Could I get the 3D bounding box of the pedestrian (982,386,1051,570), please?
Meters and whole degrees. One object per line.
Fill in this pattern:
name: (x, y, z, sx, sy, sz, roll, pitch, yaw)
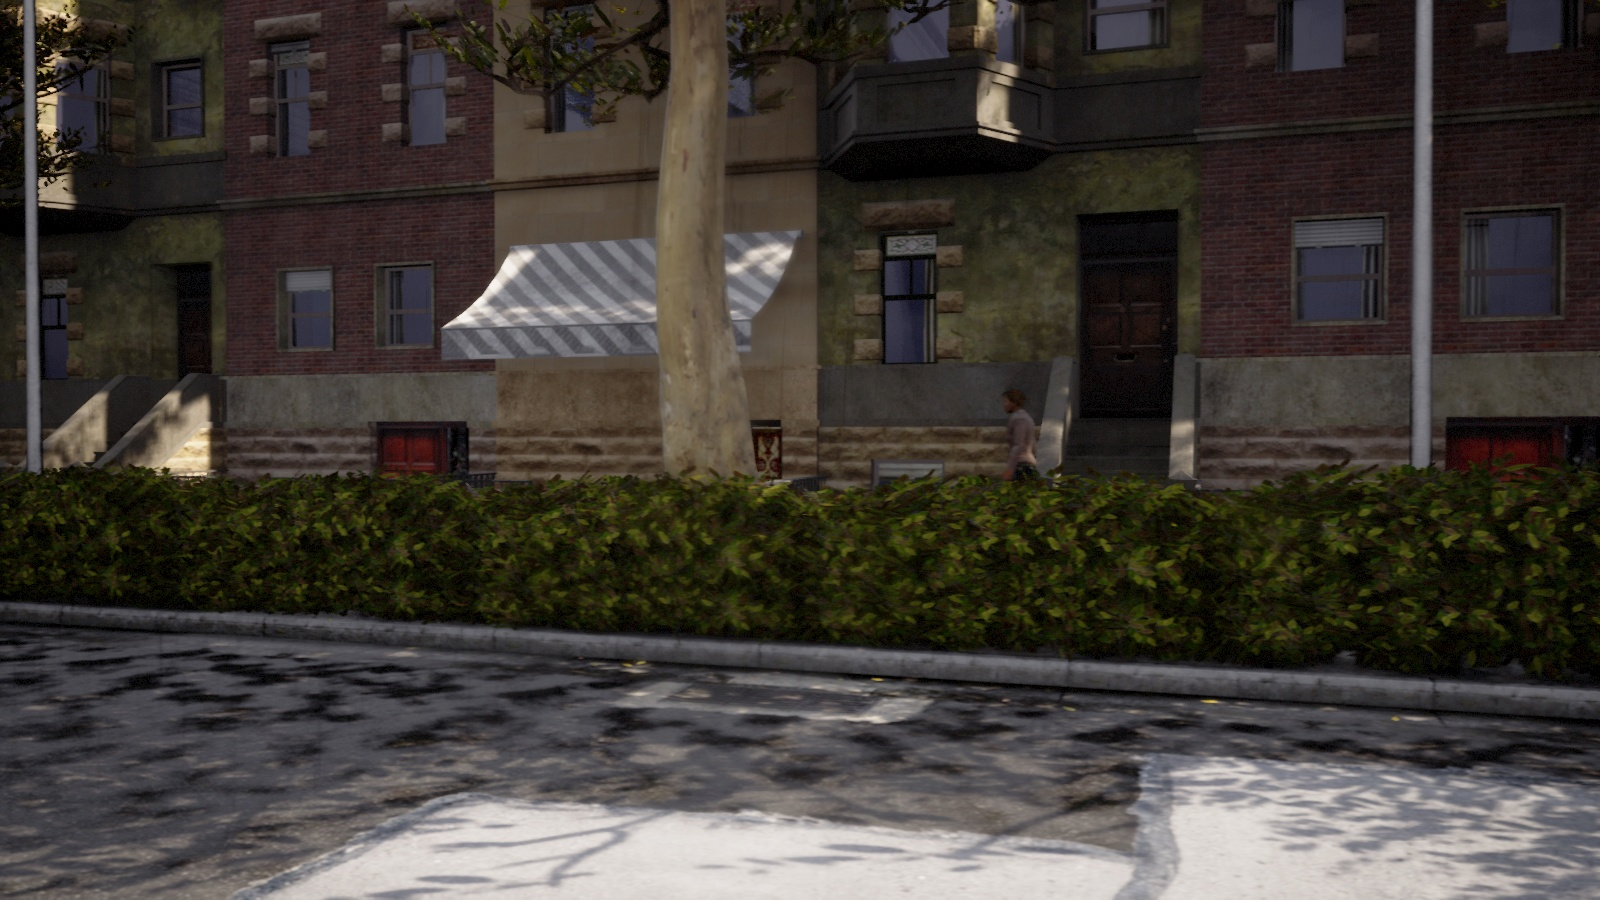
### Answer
pedestrian: (2.219, 0.280, 12.880, 0.634, 1.846, 0.331, 1, 1, 19)
